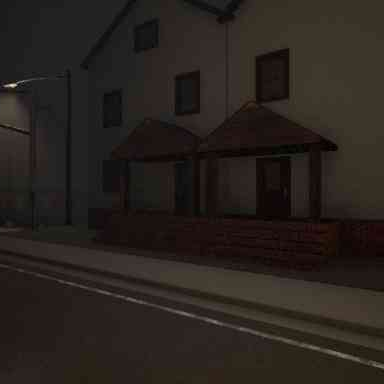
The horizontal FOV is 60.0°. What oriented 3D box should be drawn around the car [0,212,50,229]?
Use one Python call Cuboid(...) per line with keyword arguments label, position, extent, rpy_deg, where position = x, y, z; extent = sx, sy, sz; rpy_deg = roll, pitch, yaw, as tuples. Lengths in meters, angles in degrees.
Cuboid(label="car", position=(-15.325, 2.563, 29.944), extent=(1.837, 1.490, 4.892), rpy_deg=(0, -8, 36))
